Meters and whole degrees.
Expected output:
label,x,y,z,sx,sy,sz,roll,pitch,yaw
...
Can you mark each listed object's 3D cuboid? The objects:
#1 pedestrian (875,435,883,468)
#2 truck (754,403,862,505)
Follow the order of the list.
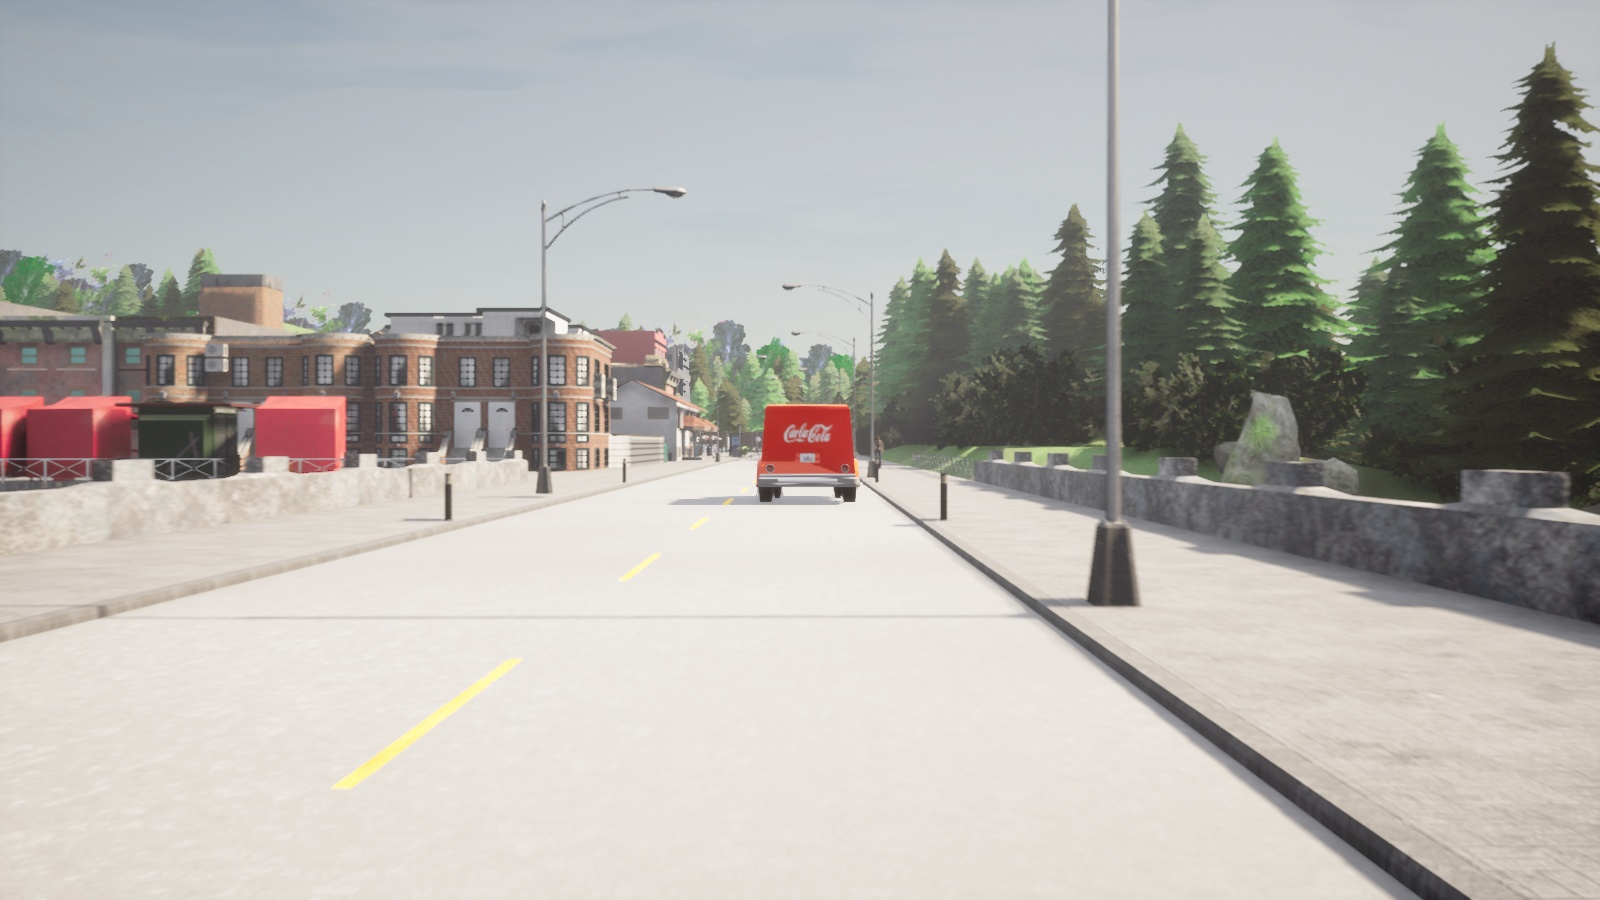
label,x,y,z,sx,sy,sz,roll,pitch,yaw
pedestrian,4.285,0.081,67.950,0.328,1.805,0.869,0,0,10
truck,0.204,0.075,33.109,2.627,2.467,5.204,0,0,0
